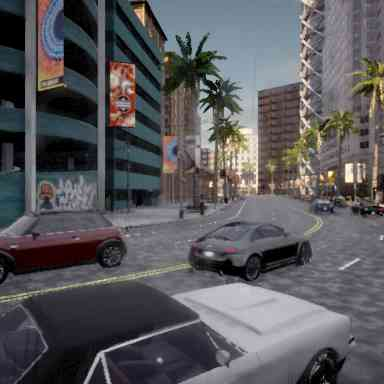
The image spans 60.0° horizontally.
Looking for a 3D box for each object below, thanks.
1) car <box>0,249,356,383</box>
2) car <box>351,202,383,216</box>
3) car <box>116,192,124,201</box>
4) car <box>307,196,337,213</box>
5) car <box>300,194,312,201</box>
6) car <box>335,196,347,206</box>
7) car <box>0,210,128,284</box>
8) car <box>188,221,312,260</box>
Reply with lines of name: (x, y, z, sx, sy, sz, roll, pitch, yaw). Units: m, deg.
car: (-0.454, 1.598, 3.173, 4.718, 1.301, 1.895, 0, 0, -36)
car: (16.754, 1.584, 32.026, 1.895, 1.301, 4.718, 0, 0, 12)
car: (-11.626, 0.978, 53.577, 2.435, 2.045, 5.566, 0, 0, 10)
car: (14.021, 1.504, 36.068, 1.812, 1.442, 4.674, 0, 0, 11)
car: (29.243, 1.301, 83.729, 2.185, 1.767, 4.553, 0, 0, 10)
car: (24.054, 1.449, 54.816, 2.231, 1.521, 4.892, 0, 0, 10)
car: (-4.213, 1.342, 9.383, 4.553, 1.767, 2.097, 0, 0, -40)
car: (1.855, 1.557, 9.905, 4.181, 1.385, 1.994, 0, 0, -45)
